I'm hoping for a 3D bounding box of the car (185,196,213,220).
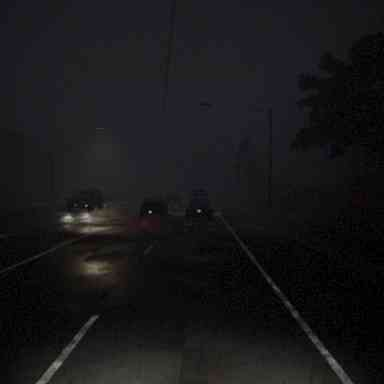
[{"bbox_3d":[0.532,1.219,24.539,1.994,1.385,4.181,0,1,1],"label":"car"}]

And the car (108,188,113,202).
[{"bbox_3d":[-13.173,0.475,48.447,2.150,2.045,5.566,0,1,1],"label":"car"}]

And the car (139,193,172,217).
[{"bbox_3d":[-2.932,1.123,26.171,1.837,1.490,4.892,0,1,1],"label":"car"}]

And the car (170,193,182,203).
[{"bbox_3d":[-2.532,0.811,47.343,2.128,1.511,4.902,0,1,1],"label":"car"}]

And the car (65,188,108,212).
[{"bbox_3d":[-10.029,0.730,31.508,2.150,2.045,5.566,0,1,1],"label":"car"}]

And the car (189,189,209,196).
[{"bbox_3d":[0.845,0.649,40.797,2.150,2.045,5.566,0,1,1],"label":"car"}]
